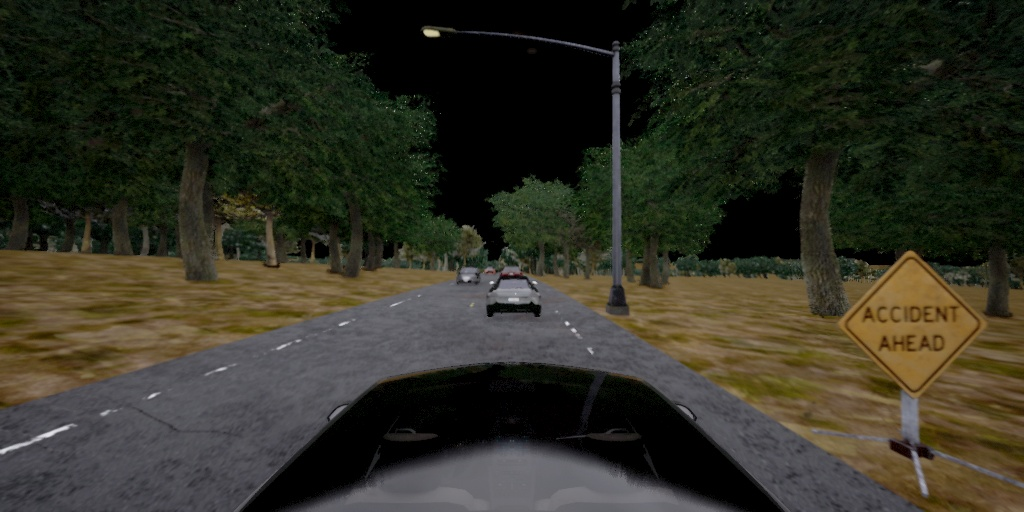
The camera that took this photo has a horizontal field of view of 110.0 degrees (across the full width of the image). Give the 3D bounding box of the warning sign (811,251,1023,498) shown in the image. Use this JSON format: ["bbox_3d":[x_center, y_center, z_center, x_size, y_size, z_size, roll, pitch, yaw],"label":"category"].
[{"bbox_3d":[3.550,0.882,3.191,1.300,1.860,1.060,0,0,0],"label":"warning sign"}]

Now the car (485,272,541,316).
[{"bbox_3d":[0.057,1.481,14.182,1.994,1.385,4.181,0,-1,0],"label":"car"}]

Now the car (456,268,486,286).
[{"bbox_3d":[-3.760,1.767,31.606,2.128,1.511,4.902,0,-1,-1],"label":"car"}]

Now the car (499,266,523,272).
[{"bbox_3d":[-0.077,1.654,32.665,2.097,1.767,4.553,0,-1,-1],"label":"car"}]
